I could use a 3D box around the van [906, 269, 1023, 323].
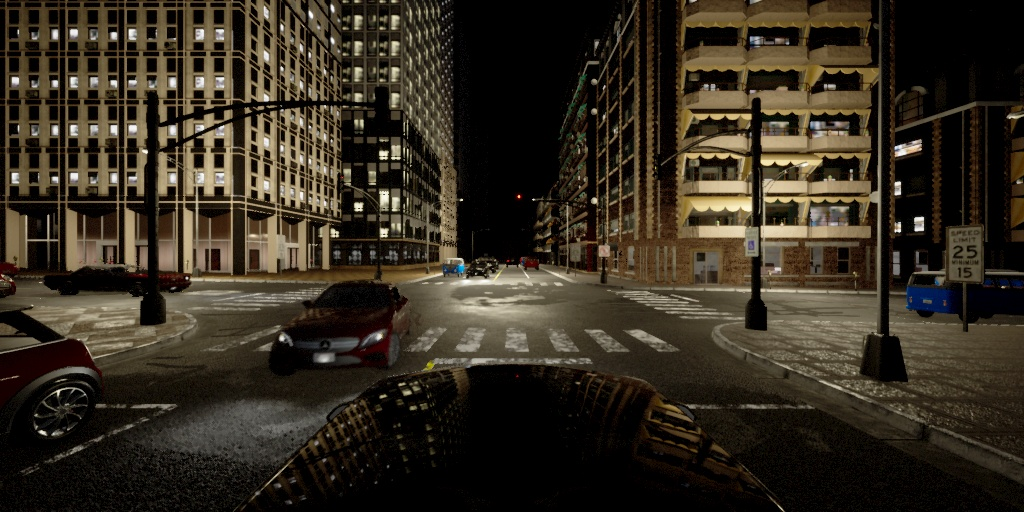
[{"bbox_3d":[16.926,1.453,13.013,3.998,1.789,1.690,0,0,0],"label":"van"}]

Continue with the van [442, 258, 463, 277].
[{"bbox_3d":[-5.650,1.097,34.797,1.690,1.789,3.998,0,0,0],"label":"van"}]

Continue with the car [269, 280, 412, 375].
[{"bbox_3d":[-3.236,1.274,7.725,1.812,1.442,4.674,1,0,-10],"label":"car"}]

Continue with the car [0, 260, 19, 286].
[{"bbox_3d":[-21.133,0.818,13.109,4.097,1.591,1.967,0,0,0],"label":"car"}]

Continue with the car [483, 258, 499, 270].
[{"bbox_3d":[-3.031,1.118,53.194,2.097,1.767,4.553,0,0,0],"label":"car"}]

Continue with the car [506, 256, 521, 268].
[{"bbox_3d":[0.077,0.994,63.900,2.150,2.045,5.566,0,0,0],"label":"car"}]

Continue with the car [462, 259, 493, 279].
[{"bbox_3d":[-3.058,1.260,32.756,1.837,1.490,4.892,0,0,0],"label":"car"}]

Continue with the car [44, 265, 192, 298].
[{"bbox_3d":[-17.028,1.054,15.702,4.718,1.301,1.895,1,0,0],"label":"car"}]

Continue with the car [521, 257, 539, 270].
[{"bbox_3d":[2.749,1.079,51.441,2.192,1.841,5.009,0,0,0],"label":"car"}]

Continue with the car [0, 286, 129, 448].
[{"bbox_3d":[-5.689,1.190,2.323,1.967,1.591,4.097,0,0,0],"label":"car"}]

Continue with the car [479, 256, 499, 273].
[{"bbox_3d":[-3.044,0.981,42.878,2.150,2.045,5.566,0,0,1],"label":"car"}]
